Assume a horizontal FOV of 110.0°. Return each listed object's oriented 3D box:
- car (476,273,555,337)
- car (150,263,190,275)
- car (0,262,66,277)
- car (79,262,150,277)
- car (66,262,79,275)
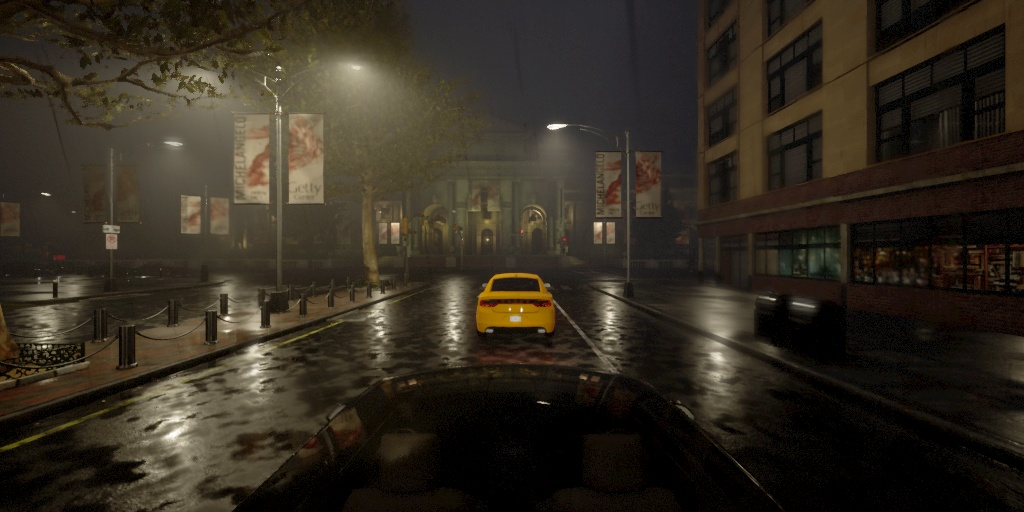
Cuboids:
[{"bbox_3d":[0.119,1.228,10.350,1.882,1.535,5.008,0,0,1],"label":"car"},{"bbox_3d":[-37.404,1.351,38.290,4.718,1.301,1.895,0,0,0],"label":"car"},{"bbox_3d":[-47.082,1.276,34.831,4.674,1.442,1.812,0,0,0],"label":"car"},{"bbox_3d":[-38.513,1.314,34.793,4.181,1.385,1.994,0,0,0],"label":"car"},{"bbox_3d":[-47.010,1.297,38.344,5.357,1.411,2.033,0,0,0],"label":"car"}]
